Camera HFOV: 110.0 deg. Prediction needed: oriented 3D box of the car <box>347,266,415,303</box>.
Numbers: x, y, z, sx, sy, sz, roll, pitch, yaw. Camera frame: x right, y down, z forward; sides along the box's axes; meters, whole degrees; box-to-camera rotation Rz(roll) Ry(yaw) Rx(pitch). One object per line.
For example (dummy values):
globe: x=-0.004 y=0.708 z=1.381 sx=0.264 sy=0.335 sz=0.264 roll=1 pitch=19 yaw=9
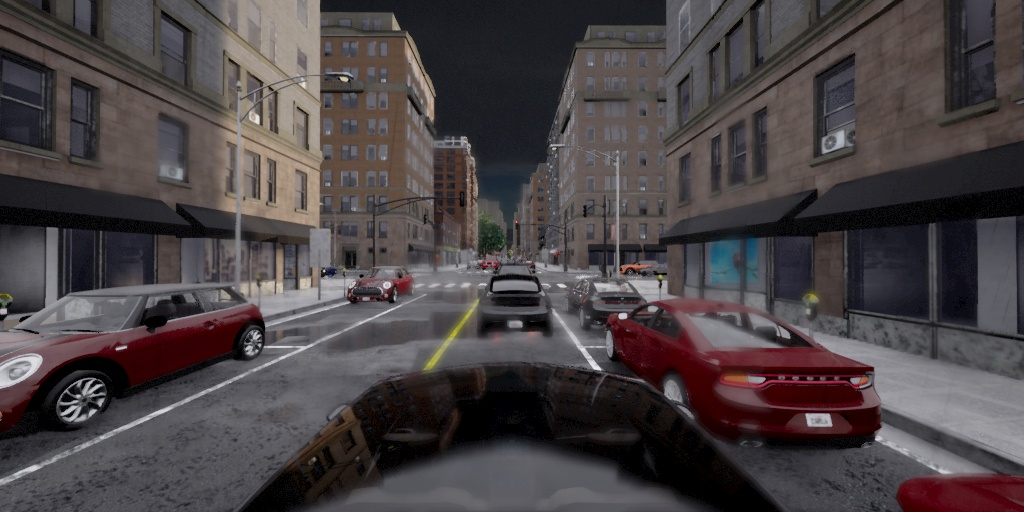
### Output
car: x=-5.834 y=1.194 z=16.348 sx=1.967 sy=1.591 sz=4.097 roll=0 pitch=0 yaw=0

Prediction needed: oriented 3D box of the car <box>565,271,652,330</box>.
car: x=2.683 y=1.303 z=10.846 sx=2.007 sy=1.370 sz=4.403 roll=0 pitch=0 yaw=0

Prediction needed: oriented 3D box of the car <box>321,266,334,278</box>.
car: x=-18.019 y=0.868 z=29.117 sx=5.566 sy=2.045 sz=2.150 roll=0 pitch=0 yaw=0

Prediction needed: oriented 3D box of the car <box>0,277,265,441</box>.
car: x=-5.852 y=1.190 z=5.361 sx=1.967 sy=1.591 sz=4.097 roll=0 pitch=0 yaw=0

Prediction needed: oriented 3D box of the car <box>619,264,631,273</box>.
car: x=14.026 y=1.220 z=39.222 sx=4.553 sy=1.767 sz=2.097 roll=0 pitch=0 yaw=0

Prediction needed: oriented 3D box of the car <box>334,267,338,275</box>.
car: x=-18.409 y=1.149 z=32.372 sx=5.008 sy=1.535 sz=1.882 roll=0 pitch=0 yaw=0

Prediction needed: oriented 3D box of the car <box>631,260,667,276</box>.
car: x=15.191 y=1.394 z=35.961 sx=5.357 sy=1.411 sz=2.033 roll=0 pitch=0 yaw=0

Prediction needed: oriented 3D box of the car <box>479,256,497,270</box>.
car: x=-3.131 y=1.012 z=52.607 sx=2.150 sy=2.045 sz=5.566 roll=0 pitch=0 yaw=0

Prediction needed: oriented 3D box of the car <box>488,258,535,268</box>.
car: x=0.121 y=1.107 z=17.686 sx=2.097 sy=1.767 sz=4.553 roll=0 pitch=0 yaw=0

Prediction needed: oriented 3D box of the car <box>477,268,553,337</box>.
car: x=0.057 y=1.257 z=10.271 sx=1.837 sy=1.490 sz=4.892 roll=0 pitch=0 yaw=-1

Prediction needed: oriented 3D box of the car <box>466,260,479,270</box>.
car: x=-5.906 y=1.344 z=54.709 sx=2.007 sy=1.370 sz=4.403 roll=0 pitch=0 yaw=0

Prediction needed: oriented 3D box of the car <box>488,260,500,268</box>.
car: x=-3.188 y=1.361 z=64.531 sx=2.033 sy=1.411 sz=5.357 roll=0 pitch=0 yaw=0

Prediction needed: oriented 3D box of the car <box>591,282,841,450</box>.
car: x=2.675 y=1.296 z=5.355 sx=1.888 sy=1.381 sz=4.507 roll=0 pitch=0 yaw=0
